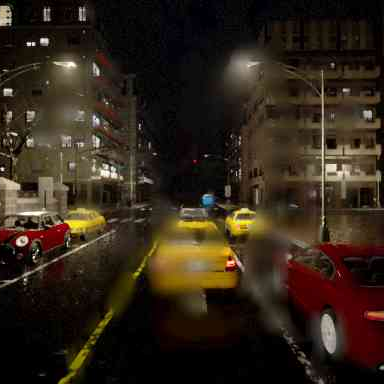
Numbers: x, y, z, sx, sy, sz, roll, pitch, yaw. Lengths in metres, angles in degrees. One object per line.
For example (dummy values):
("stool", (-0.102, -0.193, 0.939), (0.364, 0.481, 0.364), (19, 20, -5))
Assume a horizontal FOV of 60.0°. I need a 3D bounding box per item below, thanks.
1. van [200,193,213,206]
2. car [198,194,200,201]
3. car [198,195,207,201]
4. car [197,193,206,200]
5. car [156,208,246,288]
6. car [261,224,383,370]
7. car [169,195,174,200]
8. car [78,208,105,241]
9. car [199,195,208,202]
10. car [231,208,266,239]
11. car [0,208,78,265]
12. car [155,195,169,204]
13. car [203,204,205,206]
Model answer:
("van", (2.623, 1.321, 55.019), (1.690, 1.788, 3.998), (1, 0, 0))
("car", (2.612, 1.519, 60.691), (1.887, 1.381, 4.507), (1, 0, 0))
("car", (2.580, 1.494, 83.374), (2.008, 1.369, 4.403), (1, 0, 0))
("car", (2.575, 1.249, 89.045), (2.192, 1.841, 5.009), (1, 0, 0))
("car", (0.086, 1.458, 9.163), (1.801, 1.575, 5.366), (0, 0, 0))
("car", (2.689, 1.546, 5.793), (1.887, 1.381, 4.507), (1, 0, 0))
("car", (-5.809, 1.516, 89.091), (1.802, 1.307, 4.206), (1, 0, 0))
("car", (-5.706, 1.528, 16.862), (1.752, 1.417, 4.829), (1, 0, 0))
("car", (2.588, 1.503, 77.703), (2.008, 1.369, 4.403), (1, 0, 0))
("car", (2.673, 1.527, 17.197), (1.752, 1.417, 4.829), (1, 0, 0))
("car", (-5.698, 1.442, 11.417), (1.967, 1.590, 4.097), (1, 0, 0))
("car", (-5.769, 1.556, 60.736), (1.802, 1.307, 4.206), (1, 0, 0))
("car", (0.079, 1.603, 19.652), (1.895, 1.301, 4.718), (0, 0, 0))
